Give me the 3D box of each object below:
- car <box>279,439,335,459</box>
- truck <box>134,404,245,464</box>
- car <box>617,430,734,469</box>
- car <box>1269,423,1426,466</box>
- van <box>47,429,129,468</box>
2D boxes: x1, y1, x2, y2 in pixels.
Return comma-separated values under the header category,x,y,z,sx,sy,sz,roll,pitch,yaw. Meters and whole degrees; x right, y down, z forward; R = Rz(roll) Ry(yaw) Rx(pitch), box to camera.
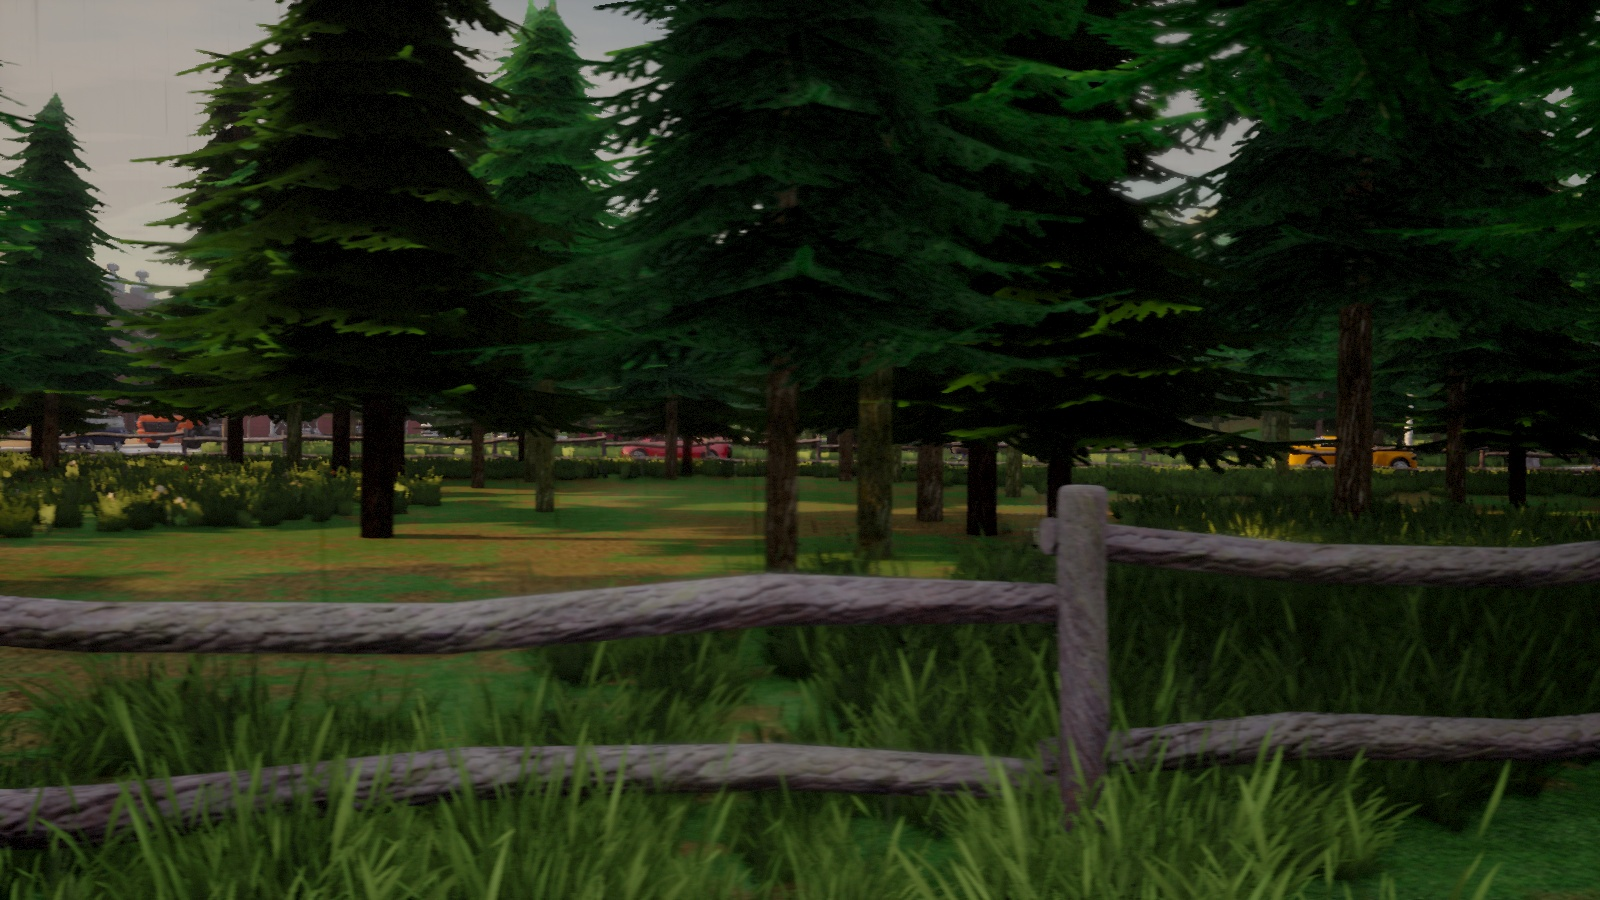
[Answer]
category,x,y,z,sx,sy,sz,roll,pitch,yaw
car,-34.045,-0.114,86.845,1.895,1.301,4.718,-1,1,1
truck,-37.683,-1.014,77.904,2.891,3.462,7.936,-1,1,1
car,-5.027,-0.043,51.177,4.514,1.525,2.007,-1,1,2
car,20.345,-0.220,46.811,5.008,1.535,1.882,-1,1,2
van,-37.831,-0.099,66.836,1.775,1.987,4.442,-1,1,1
